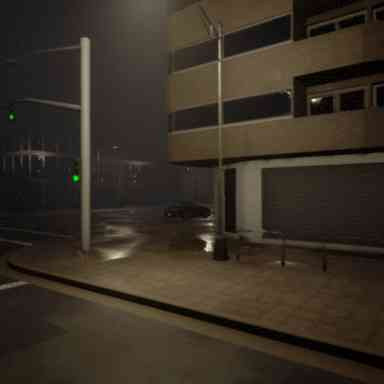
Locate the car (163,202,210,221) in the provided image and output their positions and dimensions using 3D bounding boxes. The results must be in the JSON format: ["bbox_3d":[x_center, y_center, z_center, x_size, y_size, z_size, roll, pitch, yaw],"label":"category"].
[{"bbox_3d":[-0.318,1.540,27.627,2.128,1.511,4.902,0,0,36],"label":"car"}]
